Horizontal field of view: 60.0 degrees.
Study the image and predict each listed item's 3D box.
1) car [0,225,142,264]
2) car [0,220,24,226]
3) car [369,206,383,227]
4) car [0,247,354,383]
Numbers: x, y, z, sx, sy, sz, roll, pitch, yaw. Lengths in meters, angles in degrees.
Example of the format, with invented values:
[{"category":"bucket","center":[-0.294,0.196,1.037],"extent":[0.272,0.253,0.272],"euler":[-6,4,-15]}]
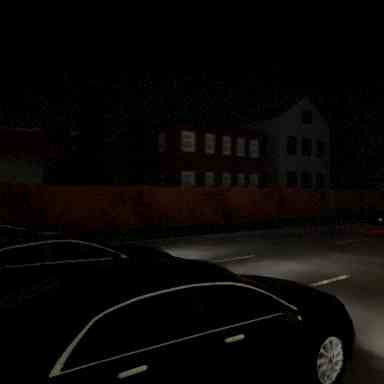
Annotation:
[{"category":"car","center":[-2.488,1.498,6.270],"extent":[4.902,1.511,2.128],"euler":[0,0,-35]},{"category":"car","center":[-5.028,1.496,8.758],"extent":[4.902,1.511,2.128],"euler":[0,0,-35]},{"category":"car","center":[13.725,1.572,22.115],"extent":[5.008,1.535,1.882],"euler":[0,0,-35]},{"category":"car","center":[-0.164,1.514,3.627],"extent":[4.892,1.490,1.837],"euler":[0,0,-35]}]
